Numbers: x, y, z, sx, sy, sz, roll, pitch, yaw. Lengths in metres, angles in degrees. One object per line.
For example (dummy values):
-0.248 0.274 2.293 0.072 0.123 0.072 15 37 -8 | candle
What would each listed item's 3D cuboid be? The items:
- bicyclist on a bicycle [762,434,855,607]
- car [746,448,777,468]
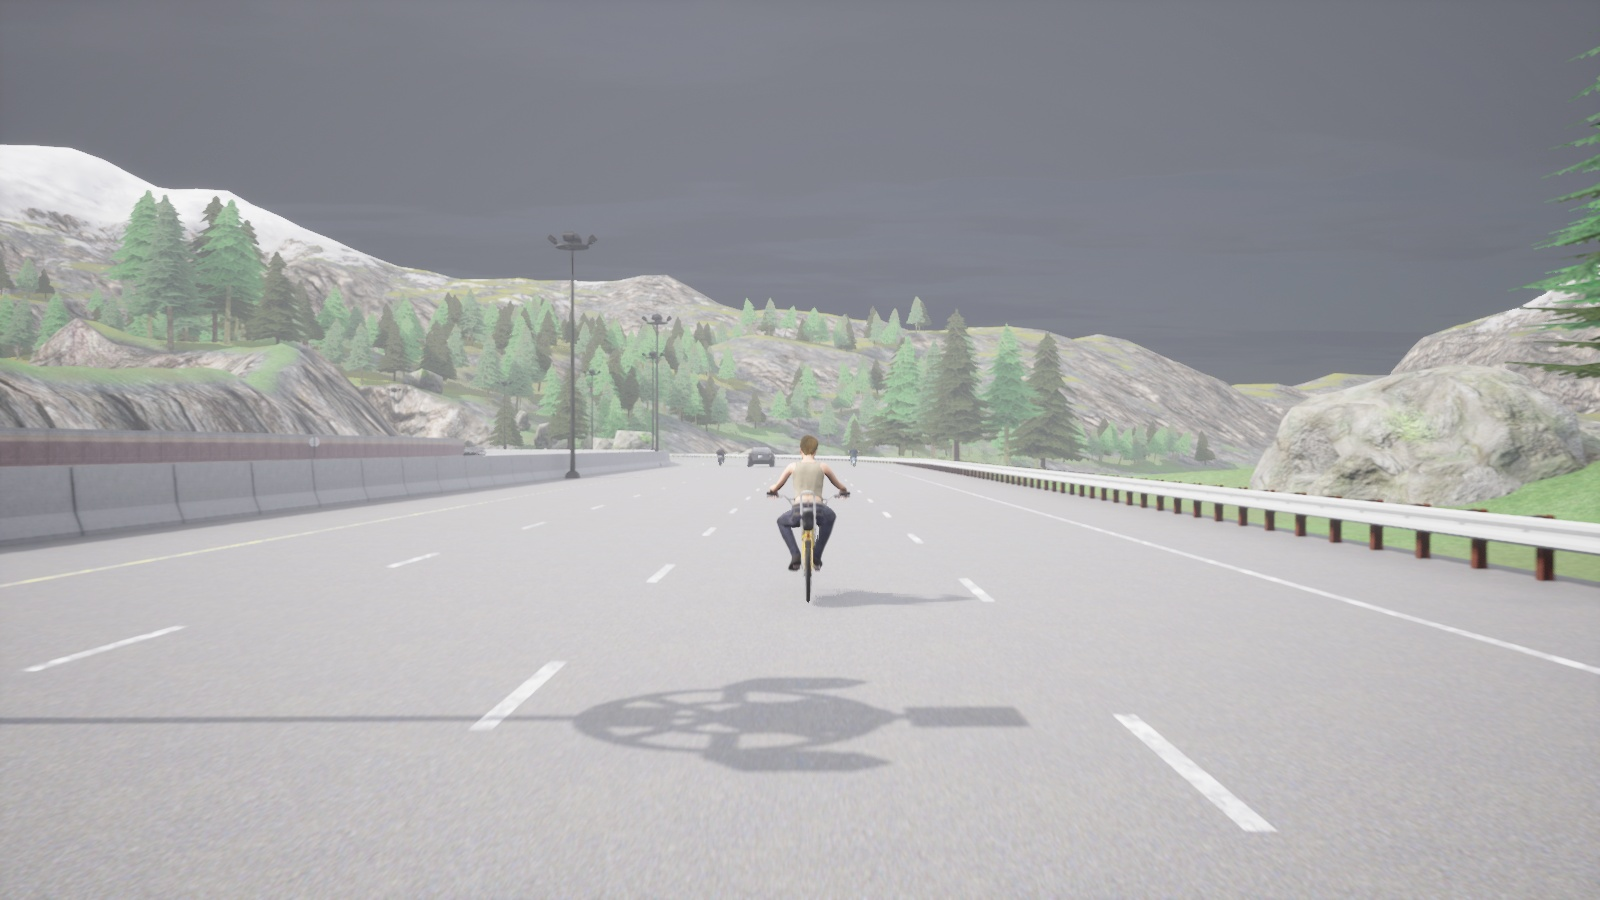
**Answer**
0.082 0.660 12.473 0.866 1.612 1.509 0 0 1 | bicyclist on a bicycle
-2.936 0.558 96.158 2.163 1.488 4.792 0 0 0 | car
